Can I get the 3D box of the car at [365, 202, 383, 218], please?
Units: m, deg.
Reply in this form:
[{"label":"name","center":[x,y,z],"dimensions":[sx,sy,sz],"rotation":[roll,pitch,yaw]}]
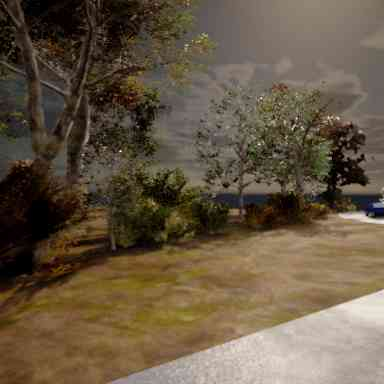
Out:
[{"label":"car","center":[18.644,1.763,33.123],"dimensions":[1.882,1.535,5.008],"rotation":[0,0,18]}]
